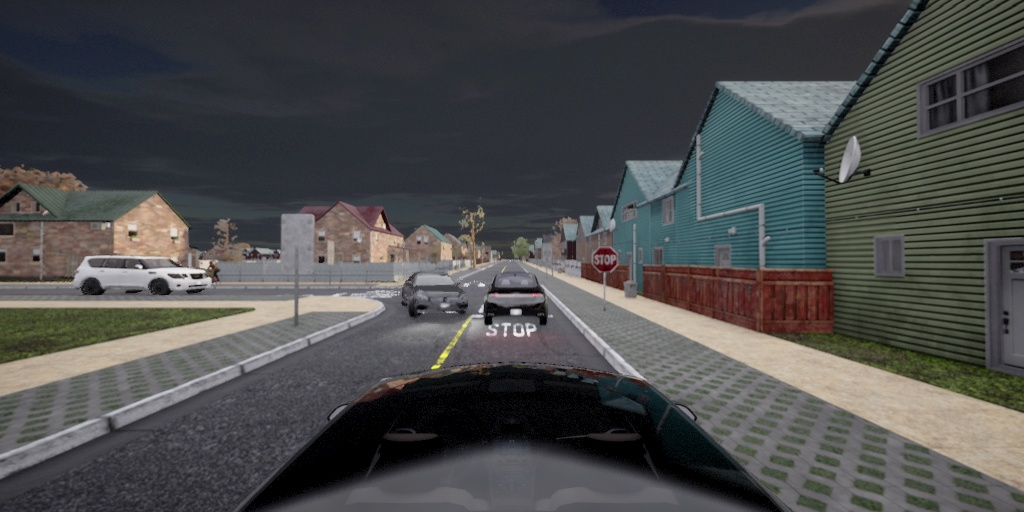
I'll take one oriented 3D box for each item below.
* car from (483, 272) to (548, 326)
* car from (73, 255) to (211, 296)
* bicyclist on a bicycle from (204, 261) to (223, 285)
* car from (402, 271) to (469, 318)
[{"bbox_3d":[0.107,1.277,11.883,2.128,1.511,4.902,0,0,0],"label":"car"},{"bbox_3d":[-18.788,1.006,18.354,5.566,2.045,2.150,0,-1,0],"label":"car"},{"bbox_3d":[-20.201,1.173,24.202,0.582,1.620,1.656,0,-1,0],"label":"bicyclist on a bicycle"},{"bbox_3d":[-3.017,1.317,13.511,1.812,1.442,4.674,2,-1,-23],"label":"car"}]
